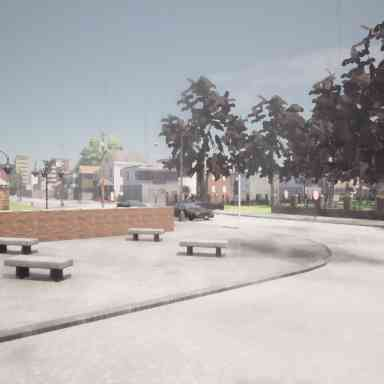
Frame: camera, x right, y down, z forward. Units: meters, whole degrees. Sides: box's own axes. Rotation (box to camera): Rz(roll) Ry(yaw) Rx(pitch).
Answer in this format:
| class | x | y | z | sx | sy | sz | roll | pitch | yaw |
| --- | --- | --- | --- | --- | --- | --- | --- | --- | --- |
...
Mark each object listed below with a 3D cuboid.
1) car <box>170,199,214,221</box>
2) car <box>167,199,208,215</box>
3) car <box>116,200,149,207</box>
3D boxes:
| class | x | y | z | sx | sy | sz | roll | pitch | yaw |
| --- | --- | --- | --- | --- | --- | --- | --- | --- | --- |
| car | -0.449 | 1.547 | 27.585 | 2.033 | 1.411 | 5.357 | 0 | 0 | -35 |
| car | -0.551 | 1.504 | 34.928 | 1.837 | 1.490 | 4.892 | 0 | 0 | -35 |
| car | -6.526 | 1.547 | 36.166 | 2.033 | 1.411 | 5.357 | 0 | 0 | -35 |
